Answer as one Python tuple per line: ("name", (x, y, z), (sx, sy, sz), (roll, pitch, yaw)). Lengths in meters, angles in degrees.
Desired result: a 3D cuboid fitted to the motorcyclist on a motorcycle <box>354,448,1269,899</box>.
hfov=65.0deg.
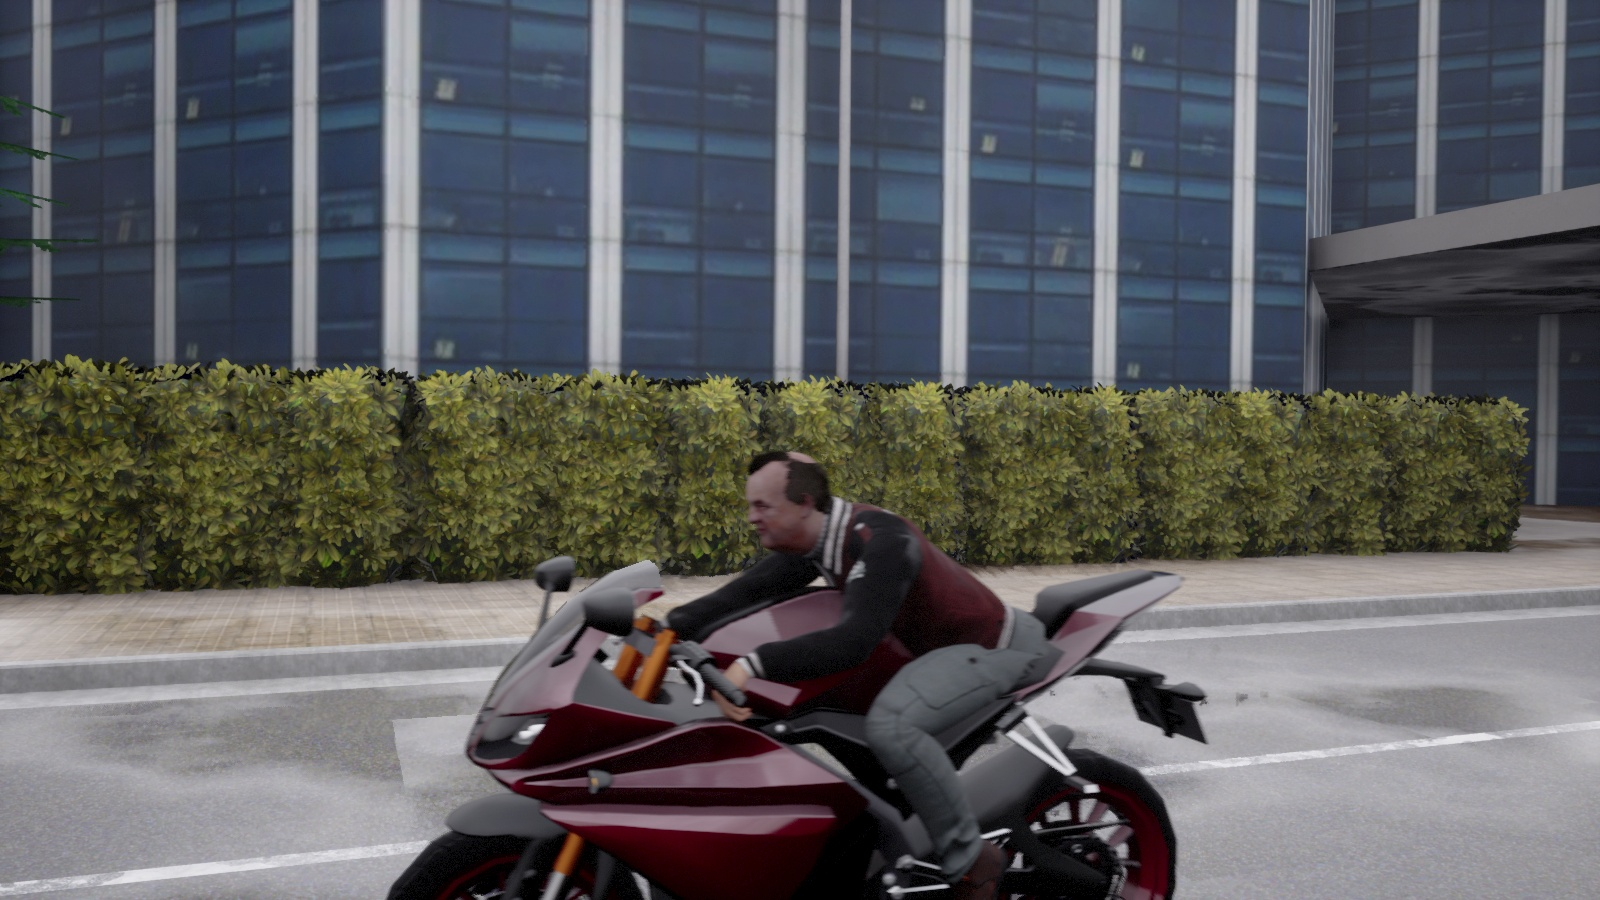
("motorcyclist on a motorcycle", (0.030, 0.780, 3.251), (2.191, 1.530, 0.866), (-1, 1, -21))
